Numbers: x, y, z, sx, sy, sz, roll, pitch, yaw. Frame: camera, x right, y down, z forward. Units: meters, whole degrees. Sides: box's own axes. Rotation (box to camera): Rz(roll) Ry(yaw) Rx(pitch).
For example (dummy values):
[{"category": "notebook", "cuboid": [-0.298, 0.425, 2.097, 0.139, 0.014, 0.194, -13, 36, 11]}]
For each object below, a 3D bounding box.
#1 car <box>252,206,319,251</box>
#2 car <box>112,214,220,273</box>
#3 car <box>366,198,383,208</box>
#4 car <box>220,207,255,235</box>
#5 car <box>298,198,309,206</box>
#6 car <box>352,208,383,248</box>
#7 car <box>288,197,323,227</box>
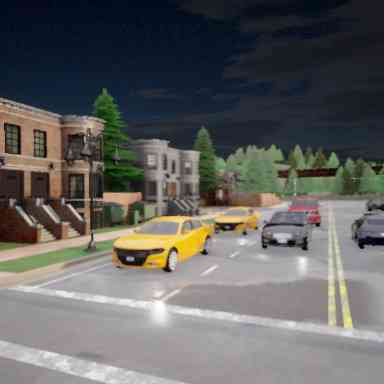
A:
[{"category": "car", "cuboid": [4.384, 1.619, 14.981, 2.128, 1.511, 4.902, -1, -1, 23]}, {"category": "car", "cuboid": [-0.781, 1.625, 11.660, 1.882, 1.535, 5.008, -1, -1, 22]}, {"category": "car", "cuboid": [23.507, 1.578, 42.466, 2.097, 1.767, 4.553, -1, -1, 23]}, {"category": "car", "cuboid": [2.886, 1.685, 20.496, 1.882, 1.535, 5.008, -1, -1, 23]}, {"category": "car", "cuboid": [23.578, 2.036, 70.324, 1.837, 1.490, 4.892, -1, -1, 22]}, {"category": "car", "cuboid": [8.335, 1.646, 14.877, 1.994, 1.385, 4.181, -1, -1, 22]}, {"category": "car", "cuboid": [8.494, 1.416, 24.843, 2.150, 2.045, 5.566, -1, -1, 22]}]
